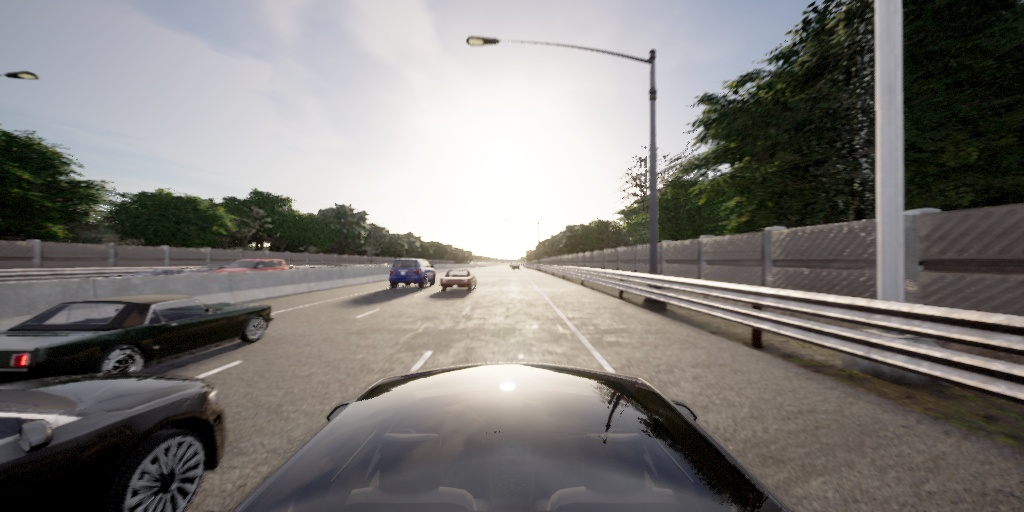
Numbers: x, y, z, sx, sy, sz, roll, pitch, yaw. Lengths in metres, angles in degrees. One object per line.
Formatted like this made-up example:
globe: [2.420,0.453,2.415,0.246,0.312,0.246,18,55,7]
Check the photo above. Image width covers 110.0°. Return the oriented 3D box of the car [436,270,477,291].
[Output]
car: [-3.397,1.559,23.664,1.895,1.301,4.718,0,-1,0]

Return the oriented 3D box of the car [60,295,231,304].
car: [-6.901,1.392,6.894,1.895,1.301,4.718,0,0,0]

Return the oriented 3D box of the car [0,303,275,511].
car: [-3.397,1.238,1.130,2.128,1.511,4.902,0,0,0]

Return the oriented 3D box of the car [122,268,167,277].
car: [-24.588,1.528,25.222,2.033,1.411,5.357,0,-1,0]

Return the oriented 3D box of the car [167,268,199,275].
car: [-21.086,1.335,25.430,2.097,1.767,4.553,0,-1,0]

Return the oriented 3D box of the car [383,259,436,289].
car: [-6.897,1.204,25.379,2.150,2.045,5.566,0,-1,0]

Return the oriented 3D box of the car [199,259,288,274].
car: [-17.593,1.191,24.329,2.150,2.045,5.566,0,-1,0]
